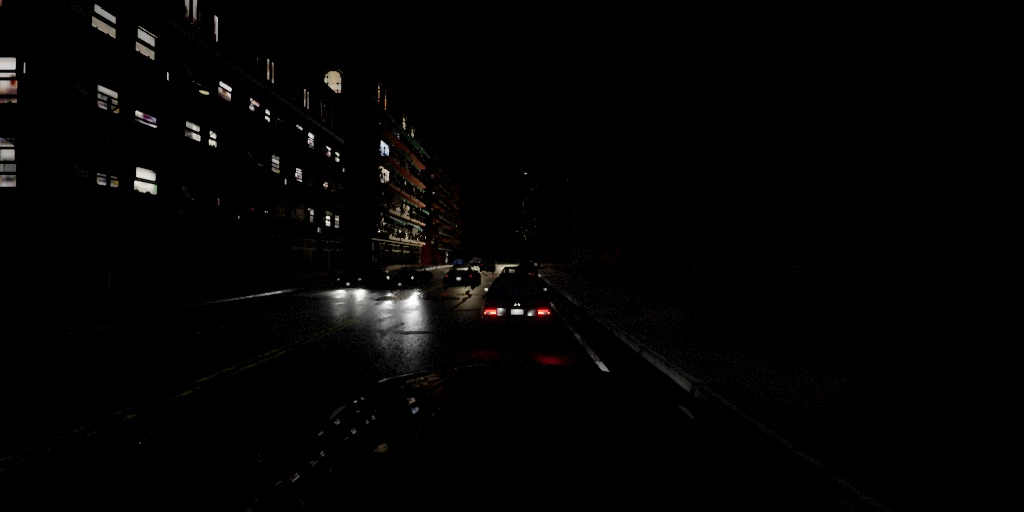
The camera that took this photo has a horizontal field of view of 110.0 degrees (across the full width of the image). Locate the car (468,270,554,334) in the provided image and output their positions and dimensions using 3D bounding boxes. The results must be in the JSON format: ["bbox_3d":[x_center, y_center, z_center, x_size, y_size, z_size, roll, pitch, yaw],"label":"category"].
[{"bbox_3d":[0.113,1.299,10.538,2.033,1.411,5.357,0,0,0],"label":"car"}]

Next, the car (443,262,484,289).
[{"bbox_3d":[-3.123,1.316,22.976,1.994,1.385,4.181,0,0,0],"label":"car"}]

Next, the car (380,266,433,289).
[{"bbox_3d":[-6.572,1.354,23.231,1.895,1.301,4.718,0,0,0],"label":"car"}]

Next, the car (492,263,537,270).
[{"bbox_3d":[0.124,1.301,20.899,2.033,1.411,5.357,0,0,0],"label":"car"}]

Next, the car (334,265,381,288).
[{"bbox_3d":[-9.820,1.301,24.134,2.033,1.411,5.357,0,0,0],"label":"car"}]

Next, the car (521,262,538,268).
[{"bbox_3d":[1.174,1.259,30.666,1.837,1.490,4.892,0,0,0],"label":"car"}]

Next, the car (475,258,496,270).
[{"bbox_3d":[-3.093,1.231,44.910,1.882,1.535,5.008,0,0,0],"label":"car"}]
